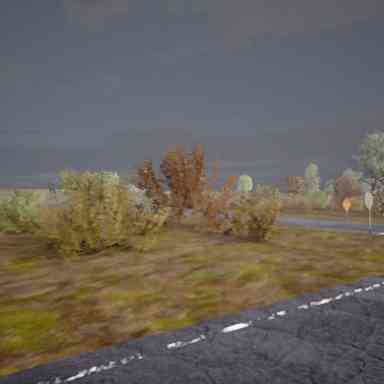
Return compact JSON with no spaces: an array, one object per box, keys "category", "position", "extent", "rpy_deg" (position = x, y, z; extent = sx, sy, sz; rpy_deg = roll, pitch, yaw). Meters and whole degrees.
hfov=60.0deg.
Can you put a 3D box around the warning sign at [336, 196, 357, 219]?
[{"category":"warning sign","position":[12.945,1.305,27.882],"extent":[1.300,1.860,1.060],"rpy_deg":[1,0,-34]}]

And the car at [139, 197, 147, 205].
[{"category":"car","position":[-6.298,1.500,46.231],"extent":[2.097,1.767,4.553],"rpy_deg":[1,0,-34]}]
